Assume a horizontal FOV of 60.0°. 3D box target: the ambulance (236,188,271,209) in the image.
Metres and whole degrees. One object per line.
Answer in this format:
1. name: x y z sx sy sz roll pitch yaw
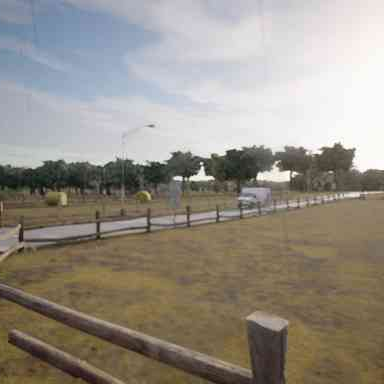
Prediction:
1. ambulance: 7.812 0.746 42.359 2.351 2.431 6.366 2 2 35
